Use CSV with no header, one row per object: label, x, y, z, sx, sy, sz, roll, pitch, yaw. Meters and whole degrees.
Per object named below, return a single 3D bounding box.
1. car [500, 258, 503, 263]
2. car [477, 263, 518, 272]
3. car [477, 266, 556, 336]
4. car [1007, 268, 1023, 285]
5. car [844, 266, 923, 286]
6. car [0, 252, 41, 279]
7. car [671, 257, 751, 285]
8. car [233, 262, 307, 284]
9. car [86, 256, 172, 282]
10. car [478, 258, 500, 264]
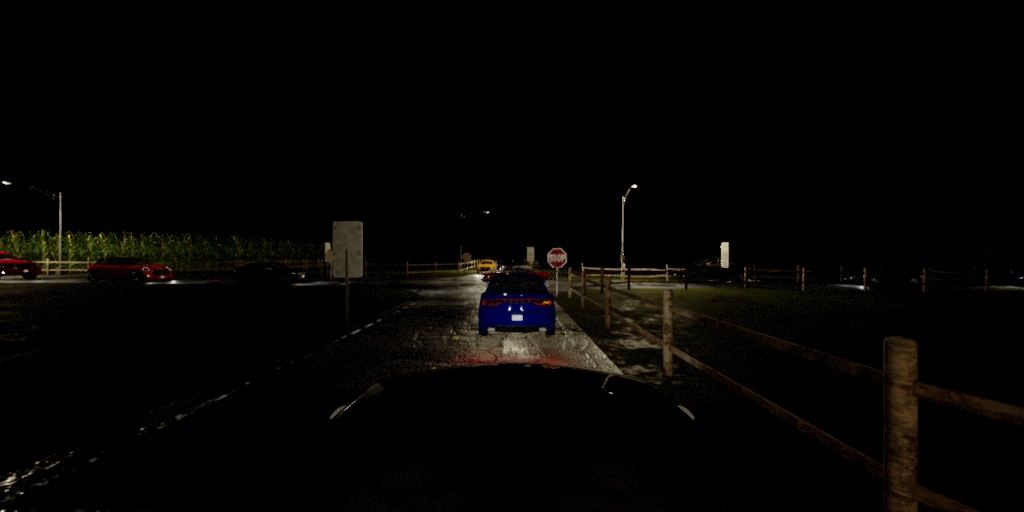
car,-2.736,1.291,50.962,1.994,1.385,4.181,0,0,0
car,0.204,1.339,23.886,4.718,1.301,1.895,0,0,-42
car,0.120,1.224,10.456,1.882,1.535,5.008,0,0,0
car,41.877,1.338,27.504,5.566,2.045,2.150,1,0,1
car,28.628,1.494,27.693,4.892,1.490,1.837,1,0,1
car,-37.295,0.684,25.515,5.566,2.045,2.150,0,0,1
car,15.429,1.093,27.847,5.566,2.045,2.150,0,0,1
car,-17.026,1.147,25.271,4.674,1.442,1.812,0,0,1
car,-26.958,0.895,25.390,4.553,1.767,2.097,0,0,1
car,-2.805,1.210,40.946,1.882,1.535,5.008,0,0,1
